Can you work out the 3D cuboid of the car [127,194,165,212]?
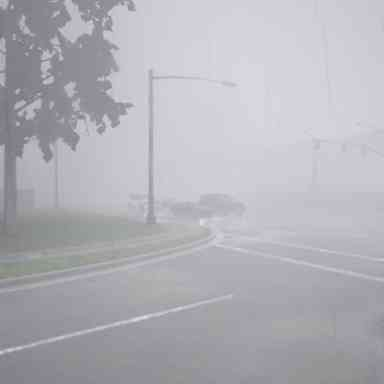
[{"bbox_3d":[-5.711,1.204,38.967,2.150,2.045,5.566,0,0,-34],"label":"car"}]

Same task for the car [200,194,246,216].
[{"bbox_3d":[2.764,1.198,32.580,2.150,2.045,5.566,0,0,-34],"label":"car"}]

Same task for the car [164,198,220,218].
[{"bbox_3d":[-0.115,1.529,30.594,2.033,1.411,5.357,0,0,-34],"label":"car"}]

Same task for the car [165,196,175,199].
[{"bbox_3d":[-2.448,1.542,40.380,1.994,1.385,4.181,0,0,-34],"label":"car"}]

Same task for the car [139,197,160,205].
[{"bbox_3d":[-7.770,1.572,61.056,1.895,1.301,4.718,0,0,-34],"label":"car"}]

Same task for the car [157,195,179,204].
[{"bbox_3d":[-4.588,1.444,62.596,1.882,1.535,5.008,0,0,-34],"label":"car"}]
